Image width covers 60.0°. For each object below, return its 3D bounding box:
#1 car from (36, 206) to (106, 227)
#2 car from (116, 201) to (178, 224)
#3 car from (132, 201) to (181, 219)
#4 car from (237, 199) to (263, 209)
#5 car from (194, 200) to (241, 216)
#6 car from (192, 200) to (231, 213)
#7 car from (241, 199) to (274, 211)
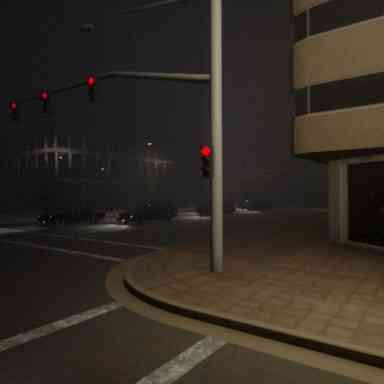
[{"bbox_3d":[-8.804,1.743,24.441,1.895,1.301,4.718,0,0,36],"label":"car"},{"bbox_3d":[-3.359,1.665,25.977,2.033,1.411,5.357,0,0,36],"label":"car"},{"bbox_3d":[-3.325,1.646,31.970,1.837,1.490,4.892,0,0,36],"label":"car"},{"bbox_3d":[8.349,1.703,47.947,1.994,1.385,4.181,0,0,37],"label":"car"},{"bbox_3d":[2.569,1.665,34.120,2.033,1.411,5.357,0,0,36],"label":"car"},{"bbox_3d":[2.439,1.688,39.892,2.033,1.411,5.357,0,0,36],"label":"car"},{"bbox_3d":[8.770,1.664,42.621,2.033,1.411,5.357,0,0,36],"label":"car"}]
